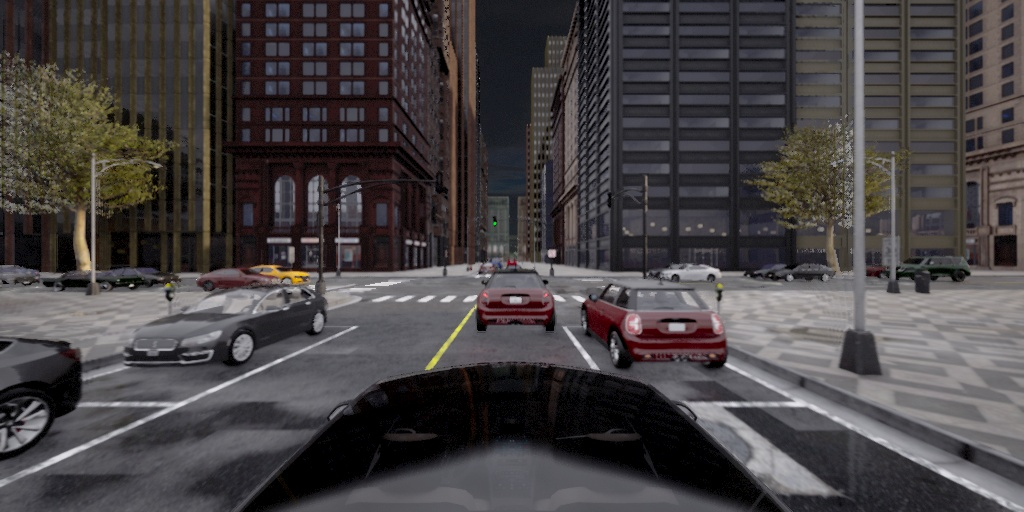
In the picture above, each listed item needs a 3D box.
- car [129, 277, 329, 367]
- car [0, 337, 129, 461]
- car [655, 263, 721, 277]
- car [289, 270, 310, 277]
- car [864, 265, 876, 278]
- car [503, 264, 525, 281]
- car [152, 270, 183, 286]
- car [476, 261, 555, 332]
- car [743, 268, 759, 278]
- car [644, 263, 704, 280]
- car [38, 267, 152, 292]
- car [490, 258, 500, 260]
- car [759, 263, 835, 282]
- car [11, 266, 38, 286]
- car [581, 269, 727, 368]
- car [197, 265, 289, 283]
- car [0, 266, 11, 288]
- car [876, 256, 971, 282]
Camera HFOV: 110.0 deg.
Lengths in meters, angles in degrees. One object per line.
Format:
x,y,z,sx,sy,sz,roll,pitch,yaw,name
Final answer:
-5.760,1.337,7.936,2.007,1.370,4.403,0,0,0,car
-5.763,1.319,2.299,1.948,1.339,4.313,0,0,0,car
14.670,1.392,29.545,4.674,1.442,1.812,0,0,1,car
-17.330,1.420,26.031,5.008,1.535,1.882,0,0,1,car
34.598,1.304,32.811,5.008,1.535,1.882,0,0,0,car
0.170,1.505,33.676,1.994,1.385,4.181,0,0,0,car
-27.273,1.518,26.021,5.357,1.411,2.033,0,0,0,car
0.096,1.157,11.237,2.097,1.767,4.553,0,0,0,car
24.296,1.396,32.806,5.357,1.411,2.033,0,0,0,car
14.706,1.395,32.788,4.674,1.442,1.812,0,0,0,car
-26.356,1.566,22.770,4.718,1.301,1.895,0,0,0,car
-3.010,1.366,63.603,2.150,2.045,5.566,0,0,0,car
23.693,1.351,29.551,4.892,1.490,1.837,0,0,0,car
-37.907,1.548,26.003,5.357,1.411,2.033,0,0,-1,car
2.765,1.226,7.933,1.967,1.591,4.097,0,0,0,car
-17.256,1.465,22.785,4.674,1.442,1.812,0,0,-2,car
-35.566,1.517,22.759,4.674,1.442,1.812,0,0,0,car
34.122,1.046,29.563,5.566,2.045,2.150,0,0,0,car
